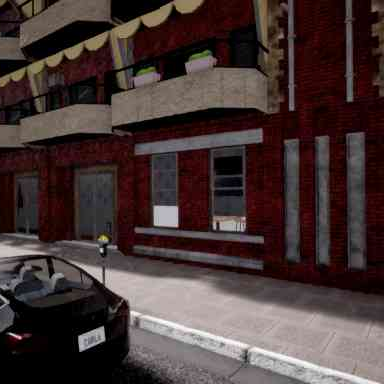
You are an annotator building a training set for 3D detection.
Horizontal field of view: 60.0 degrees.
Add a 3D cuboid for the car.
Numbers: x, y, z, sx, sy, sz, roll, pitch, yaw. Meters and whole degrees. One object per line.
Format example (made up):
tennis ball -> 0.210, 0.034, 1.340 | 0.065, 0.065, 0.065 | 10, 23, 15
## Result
car -> -2.735, 1.567, 4.679 | 4.313, 1.339, 1.947 | 0, -1, 35
